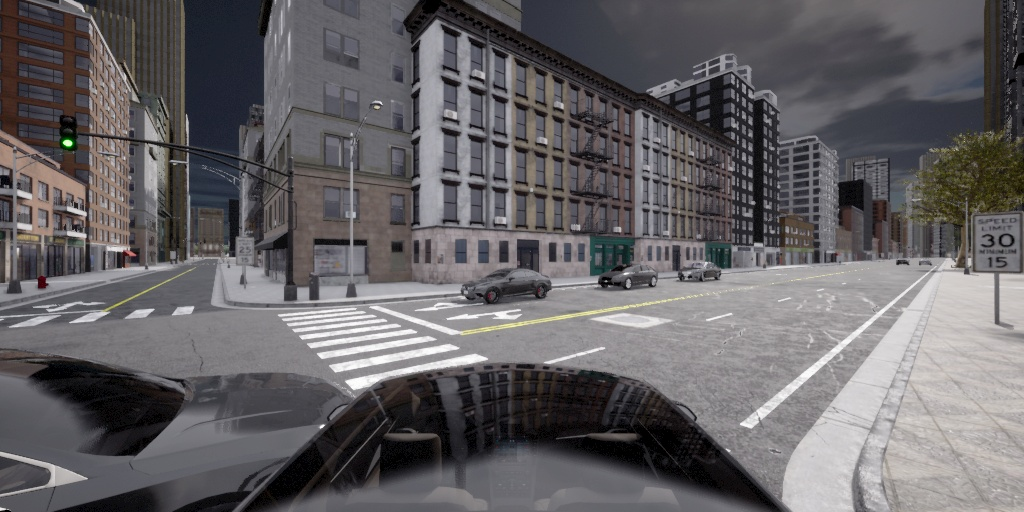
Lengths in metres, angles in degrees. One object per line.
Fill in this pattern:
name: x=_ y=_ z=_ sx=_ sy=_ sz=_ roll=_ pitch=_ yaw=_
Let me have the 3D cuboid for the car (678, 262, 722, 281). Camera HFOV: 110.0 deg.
car: x=15.463 y=1.234 z=29.477 sx=4.902 sy=1.511 sz=2.128 roll=0 pitch=0 yaw=-39

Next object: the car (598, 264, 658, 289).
car: x=7.497 y=1.257 z=22.953 sx=4.892 sy=1.490 sz=1.837 roll=0 pitch=0 yaw=-39

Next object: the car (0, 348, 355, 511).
car: x=-3.234 y=1.257 z=1.683 sx=4.892 sy=1.490 sz=1.837 roll=0 pitch=0 yaw=-35

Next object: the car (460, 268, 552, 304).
car: x=-0.152 y=1.286 z=16.676 sx=4.674 sy=1.442 sz=1.812 roll=0 pitch=0 yaw=-39
